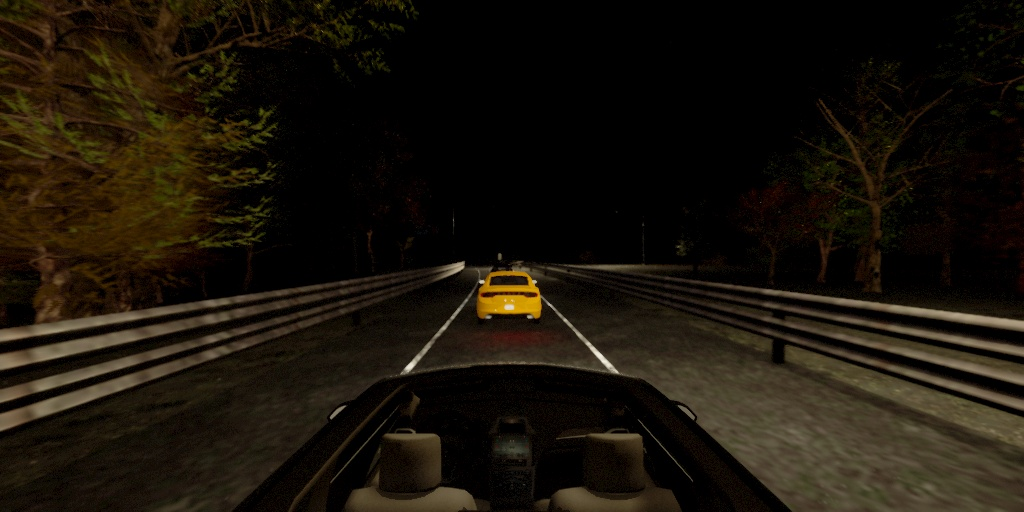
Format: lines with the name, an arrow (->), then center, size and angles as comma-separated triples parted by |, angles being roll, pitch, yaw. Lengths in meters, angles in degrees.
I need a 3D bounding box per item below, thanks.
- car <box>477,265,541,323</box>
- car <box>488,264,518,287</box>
car -> -0.124, 1.260, 12.369 | 1.882, 1.535, 5.008 | 0, 0, -1
car -> -0.759, 1.381, 26.996 | 2.033, 1.411, 5.357 | 0, 0, -3
